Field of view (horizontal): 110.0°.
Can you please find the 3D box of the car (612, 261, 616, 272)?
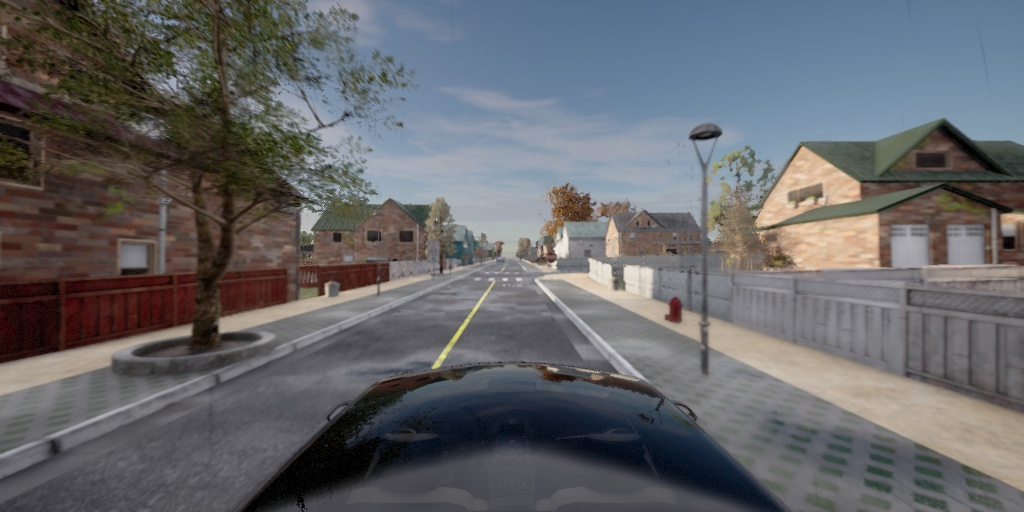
[{"bbox_3d":[11.440,0.952,35.101,4.718,1.301,1.895,-2,-1,1],"label":"car"}]
